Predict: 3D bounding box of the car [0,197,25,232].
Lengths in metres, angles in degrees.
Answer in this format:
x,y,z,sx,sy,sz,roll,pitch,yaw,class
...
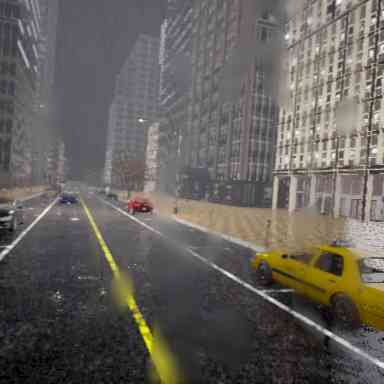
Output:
x,y,z,sx,sy,sz,roll,pitch,yaw,class
-8.576,0.909,14.885,2.008,1.369,4.403,3,0,-20,car

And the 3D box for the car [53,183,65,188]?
x,y,z,sx,sy,sz,roll,pitch,yaw,class
-25.577,-0.671,62.701,2.192,1.841,5.009,3,0,-20,car

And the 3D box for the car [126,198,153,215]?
x,y,z,sx,sy,sz,roll,pitch,yaw,class
-4.486,1.136,28.342,1.887,1.381,4.507,3,0,-20,car

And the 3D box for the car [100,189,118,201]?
x,y,z,sx,sy,sz,roll,pitch,yaw,class
-12.051,0.545,49.599,2.008,1.369,4.403,3,0,-20,car

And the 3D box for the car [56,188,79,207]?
x,y,z,sx,sy,sz,roll,pitch,yaw,class
-12.153,0.650,32.963,1.895,1.301,4.718,4,0,-20,car

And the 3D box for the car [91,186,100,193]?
x,y,z,sx,sy,sz,roll,pitch,yaw,class
-25.281,-0.620,86.798,1.967,1.590,4.097,3,0,-20,car

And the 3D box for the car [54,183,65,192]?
x,y,z,sx,sy,sz,roll,pitch,yaw,class
-31.249,-1.124,78.641,2.192,1.841,5.009,3,0,-20,car

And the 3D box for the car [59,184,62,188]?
x,y,z,sx,sy,sz,roll,pitch,yaw,class
-21.812,-0.104,52.077,1.802,1.307,4.206,3,0,-20,car

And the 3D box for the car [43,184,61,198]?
x,y,z,sx,sy,sz,roll,pitch,yaw,class
-19.861,-0.005,46.604,1.752,1.417,4.829,3,0,-20,car

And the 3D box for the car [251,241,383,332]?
x,y,z,sx,sy,sz,roll,pitch,yaw,class
3.023,1.706,7.244,1.752,1.417,4.829,3,0,-20,car

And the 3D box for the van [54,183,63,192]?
x,y,z,sx,sy,sz,roll,pitch,yaw,class
-29.360,-0.947,73.327,1.690,1.788,3.998,3,0,-20,van

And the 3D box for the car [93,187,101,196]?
x,y,z,sx,sy,sz,roll,pitch,yaw,class
-17.724,0.094,65.542,2.008,1.369,4.403,3,0,-20,car

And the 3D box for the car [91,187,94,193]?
x,y,z,sx,sy,sz,roll,pitch,yaw,class
-21.506,-0.208,76.171,2.008,1.369,4.403,3,0,-20,car
